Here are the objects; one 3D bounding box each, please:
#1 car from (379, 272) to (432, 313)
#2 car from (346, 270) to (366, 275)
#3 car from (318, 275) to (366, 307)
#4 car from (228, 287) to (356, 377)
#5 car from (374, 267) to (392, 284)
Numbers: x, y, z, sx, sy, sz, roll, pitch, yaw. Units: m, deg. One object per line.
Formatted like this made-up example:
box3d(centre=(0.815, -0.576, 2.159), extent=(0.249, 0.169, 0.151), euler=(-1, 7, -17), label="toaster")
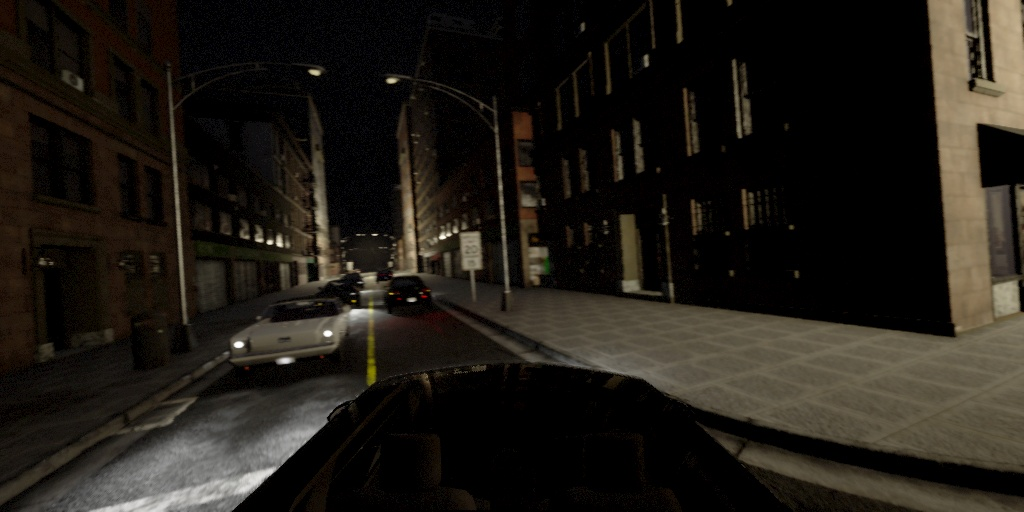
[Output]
box3d(centre=(-4.800, 1.611, 16.228), extent=(1.812, 1.442, 4.674), euler=(-4, 0, -22), label="car")
box3d(centre=(-13.873, 2.245, 31.286), extent=(1.812, 1.442, 4.674), euler=(-4, 0, -21), label="car")
box3d(centre=(-8.923, 1.928, 18.636), extent=(1.994, 1.385, 4.181), euler=(-4, 0, -21), label="car")
box3d(centre=(-5.039, 1.694, 8.725), extent=(1.895, 1.301, 4.718), euler=(-4, 0, -21), label="car")
box3d(centre=(-14.507, 2.261, 40.893), extent=(1.882, 1.535, 5.008), euler=(-4, 0, -21), label="car")
